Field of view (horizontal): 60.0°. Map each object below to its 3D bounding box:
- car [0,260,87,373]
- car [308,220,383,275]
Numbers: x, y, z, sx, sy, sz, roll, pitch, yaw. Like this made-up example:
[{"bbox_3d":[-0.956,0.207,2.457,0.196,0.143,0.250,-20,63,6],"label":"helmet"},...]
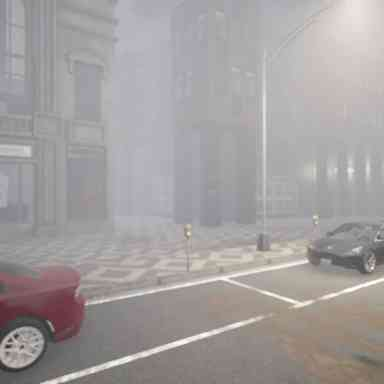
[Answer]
[{"bbox_3d":[-3.636,1.543,4.057,4.507,1.381,1.887,0,0,-36],"label":"car"},{"bbox_3d":[5.539,1.596,10.607,4.313,1.339,1.947,0,0,-36],"label":"car"}]
